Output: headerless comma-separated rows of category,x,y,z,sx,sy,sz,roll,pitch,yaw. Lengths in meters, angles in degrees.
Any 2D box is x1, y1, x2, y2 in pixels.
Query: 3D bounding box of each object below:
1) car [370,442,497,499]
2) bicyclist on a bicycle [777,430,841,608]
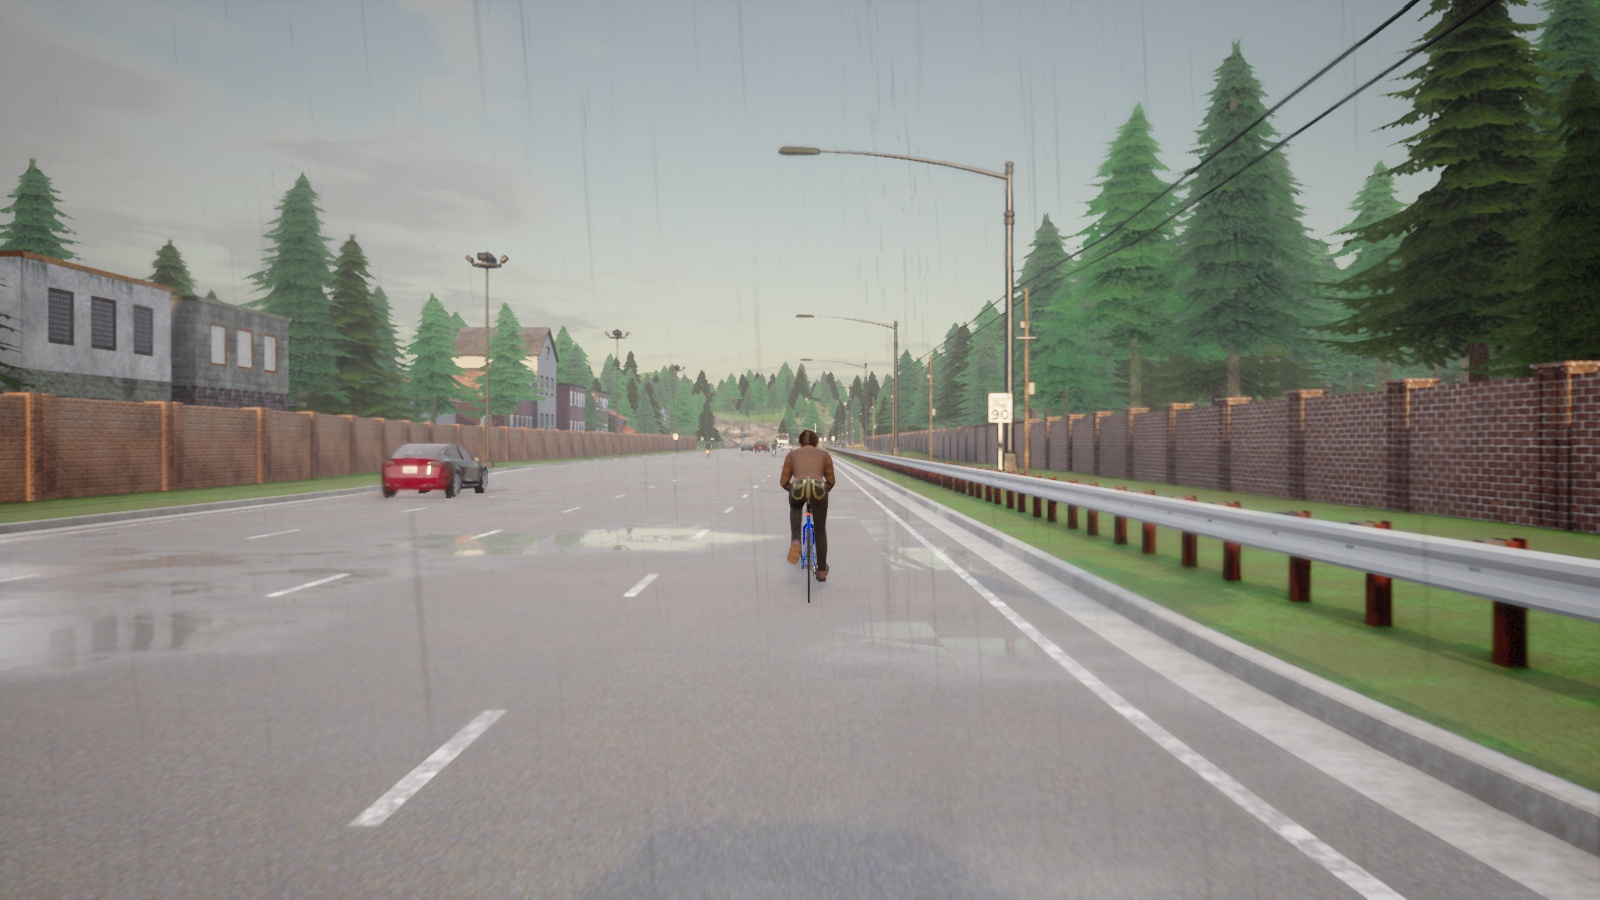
car,-10.283,0.531,35.660,2.163,1.488,4.792,0,0,0
bicyclist on a bicycle,0.084,0.628,12.245,0.582,1.620,1.656,0,0,0
